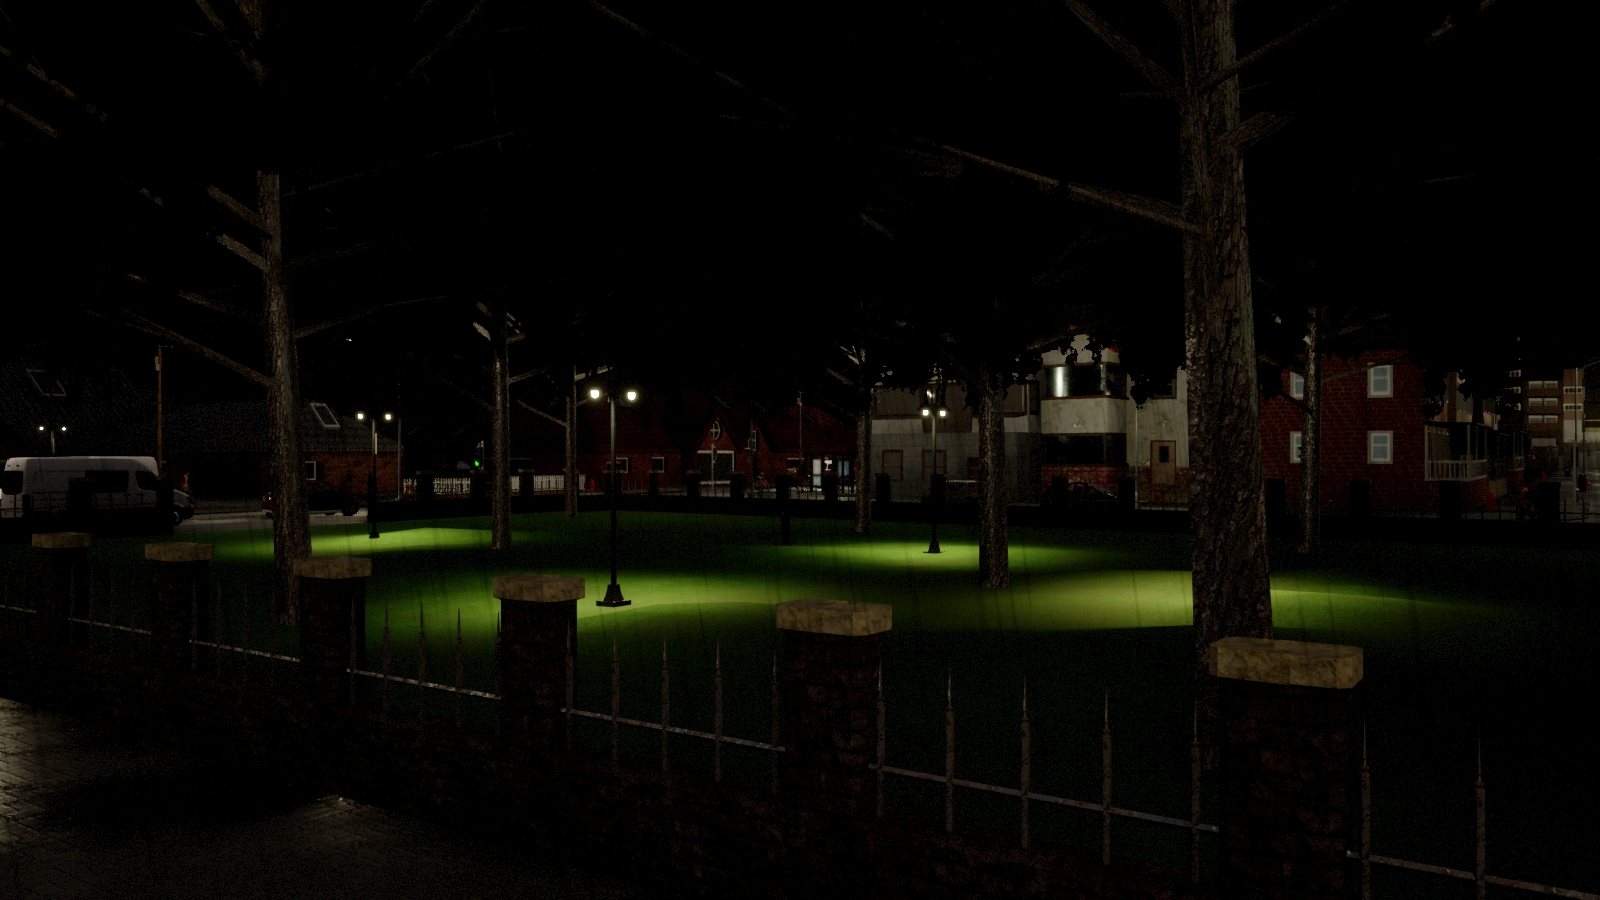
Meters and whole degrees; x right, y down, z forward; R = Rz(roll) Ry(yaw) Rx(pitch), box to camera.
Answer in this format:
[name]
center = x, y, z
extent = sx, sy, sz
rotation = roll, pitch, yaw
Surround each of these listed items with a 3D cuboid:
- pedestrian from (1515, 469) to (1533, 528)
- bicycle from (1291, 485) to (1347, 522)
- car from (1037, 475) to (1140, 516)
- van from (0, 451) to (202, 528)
[pedestrian]
center = 22.808, 1.525, 36.003
extent = 0.375, 1.860, 0.375
rotation = 0, 0, -41
[bicycle]
center = 18.870, 1.940, 41.558
extent = 1.835, 1.271, 0.329
rotation = 0, 0, 35
[car]
center = 11.752, 1.818, 46.570
extent = 3.633, 1.501, 1.845
rotation = 0, 0, 35
[van]
center = -24.841, 1.314, 40.787
extent = 1.988, 2.561, 5.915
rotation = 0, 0, 36
